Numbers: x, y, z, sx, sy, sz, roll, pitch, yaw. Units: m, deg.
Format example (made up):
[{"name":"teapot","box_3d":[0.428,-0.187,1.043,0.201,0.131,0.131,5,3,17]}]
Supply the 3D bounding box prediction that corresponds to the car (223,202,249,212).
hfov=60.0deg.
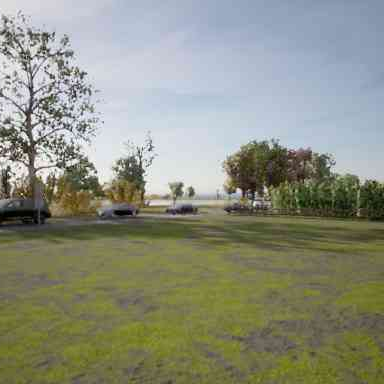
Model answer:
[{"name":"car","box_3d":[6.622,2.256,49.552,2.033,1.411,5.357,-1,-2,35]}]

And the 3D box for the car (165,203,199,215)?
[{"name":"car","box_3d":[-1.238,2.162,43.351,2.033,1.411,5.357,-1,-2,35]}]

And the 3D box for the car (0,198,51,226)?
[{"name":"car","box_3d":[-13.685,1.513,25.558,2.150,2.045,5.566,-1,-2,34]}]

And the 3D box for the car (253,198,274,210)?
[{"name":"car","box_3d":[12.558,2.089,58.137,2.150,2.045,5.566,-1,-2,35]}]

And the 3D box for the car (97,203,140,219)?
[{"name":"car","box_3d":[-7.536,1.944,34.366,2.128,1.511,4.902,-1,-2,35]}]
